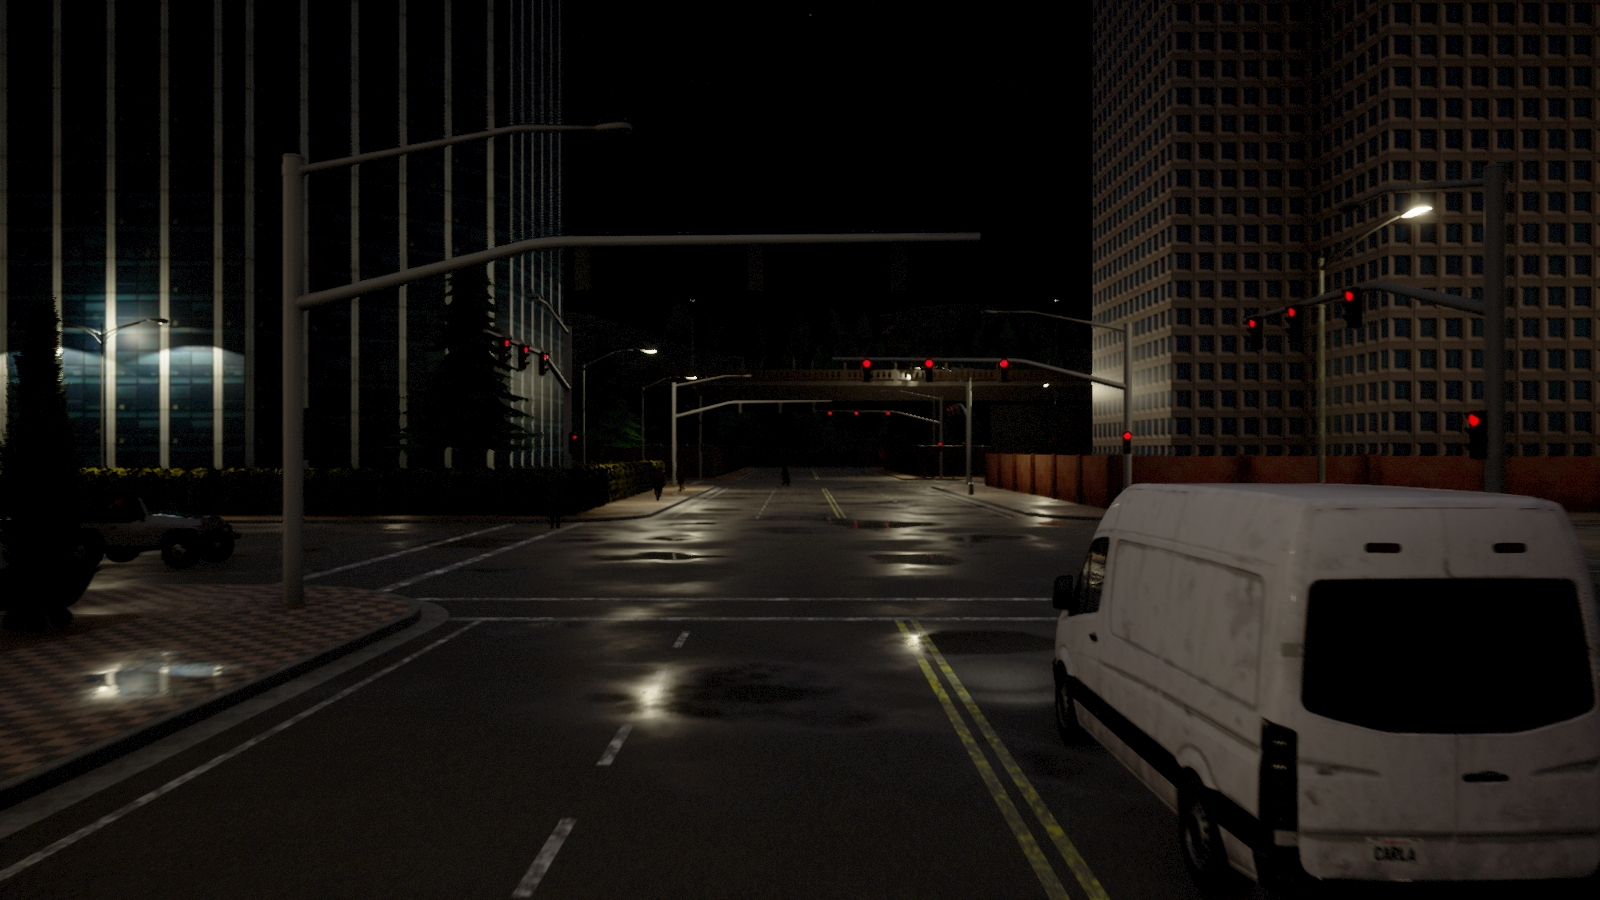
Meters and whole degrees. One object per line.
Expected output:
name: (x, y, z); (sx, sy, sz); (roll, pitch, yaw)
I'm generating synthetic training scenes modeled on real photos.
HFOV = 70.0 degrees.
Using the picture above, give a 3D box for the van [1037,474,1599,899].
van: (3.494, 1.534, 9.044); (1.988, 2.561, 5.915); (0, 0, 0)

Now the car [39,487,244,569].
car: (-15.883, 1.857, 27.720); (3.866, 1.878, 1.905); (0, 0, 0)

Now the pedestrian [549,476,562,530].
pedestrian: (-8.528, 1.849, 39.844); (0.375, 1.860, 0.375); (0, 0, 2)
